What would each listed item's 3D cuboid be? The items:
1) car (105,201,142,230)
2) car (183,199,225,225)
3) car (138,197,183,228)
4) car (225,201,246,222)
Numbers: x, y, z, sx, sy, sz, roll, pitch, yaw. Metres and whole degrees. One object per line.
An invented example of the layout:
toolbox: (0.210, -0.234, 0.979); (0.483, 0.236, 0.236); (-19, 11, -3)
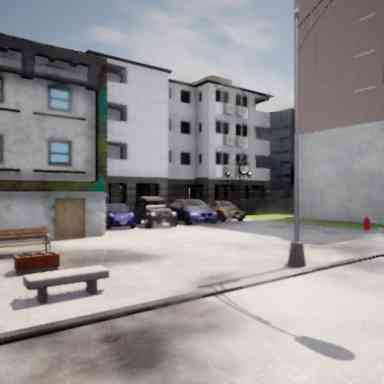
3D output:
car: (-4.593, 1.417, 20.219); (1.845, 1.501, 3.633); (0, 0, -25)
car: (-0.005, 1.353, 23.275); (2.242, 1.667, 4.611); (0, 0, -25)
car: (-2.396, 1.247, 21.286); (1.905, 1.878, 3.866); (0, 0, -25)
car: (2.316, 1.421, 25.103); (1.816, 1.474, 4.193); (0, 0, -25)
